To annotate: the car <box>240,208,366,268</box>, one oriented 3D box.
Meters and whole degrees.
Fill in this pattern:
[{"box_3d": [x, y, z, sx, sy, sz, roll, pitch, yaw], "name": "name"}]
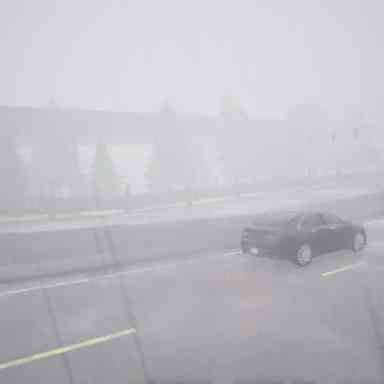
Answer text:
[{"box_3d": [3.704, 1.291, 10.700, 4.892, 1.490, 1.837, -3, 2, -36], "name": "car"}]
